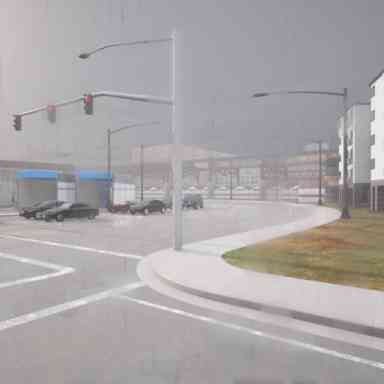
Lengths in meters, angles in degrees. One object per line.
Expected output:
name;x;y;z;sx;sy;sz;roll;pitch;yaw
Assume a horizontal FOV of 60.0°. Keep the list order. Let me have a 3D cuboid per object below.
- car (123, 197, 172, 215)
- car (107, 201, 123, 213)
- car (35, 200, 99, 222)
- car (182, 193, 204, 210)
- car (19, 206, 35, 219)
car;-4.459;1.505;34.031;1.837;1.490;4.892;0;0;30
car;-7.067;1.601;36.378;1.895;1.301;4.718;0;0;30
car;-9.590;1.526;26.544;1.812;1.442;4.674;0;0;36
car;-0.030;1.220;43.743;2.150;2.045;5.566;0;0;16
car;-12.299;1.505;28.770;1.837;1.490;4.892;0;0;36
